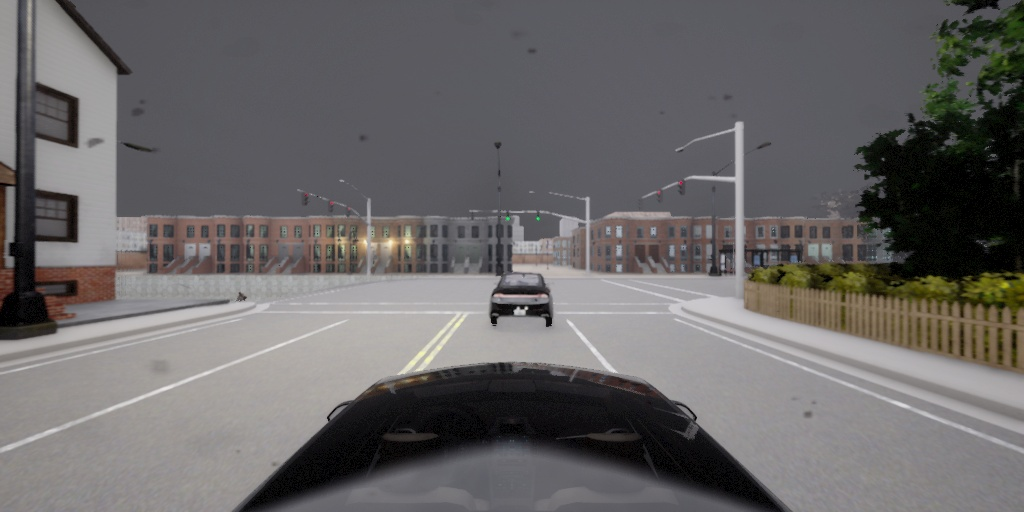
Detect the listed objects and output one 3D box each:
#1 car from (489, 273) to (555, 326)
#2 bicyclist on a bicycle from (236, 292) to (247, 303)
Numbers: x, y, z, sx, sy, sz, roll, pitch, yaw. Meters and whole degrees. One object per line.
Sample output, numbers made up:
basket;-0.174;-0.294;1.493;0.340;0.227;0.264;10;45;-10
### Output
car;0.379;1.291;11.902;2.128;1.511;4.902;0;0;4
bicyclist on a bicycle;-25.401;4.189;33.795;0.582;1.620;1.656;-12;0;2
